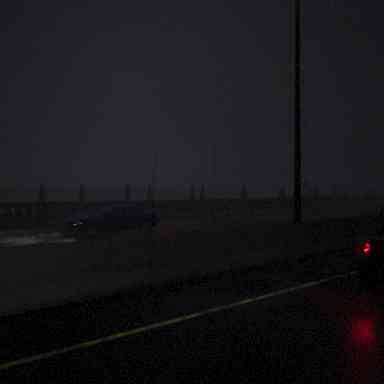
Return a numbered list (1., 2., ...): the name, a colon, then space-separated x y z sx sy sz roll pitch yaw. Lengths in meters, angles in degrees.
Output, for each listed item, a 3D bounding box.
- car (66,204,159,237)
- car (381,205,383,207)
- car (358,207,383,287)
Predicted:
1. car: -4.234 1.466 18.174 5.008 1.535 1.882 0 0 -36
2. car: 19.320 1.496 31.025 5.357 1.411 2.033 0 0 -37
3. car: 6.086 1.337 8.092 4.553 1.767 2.097 0 0 -36
